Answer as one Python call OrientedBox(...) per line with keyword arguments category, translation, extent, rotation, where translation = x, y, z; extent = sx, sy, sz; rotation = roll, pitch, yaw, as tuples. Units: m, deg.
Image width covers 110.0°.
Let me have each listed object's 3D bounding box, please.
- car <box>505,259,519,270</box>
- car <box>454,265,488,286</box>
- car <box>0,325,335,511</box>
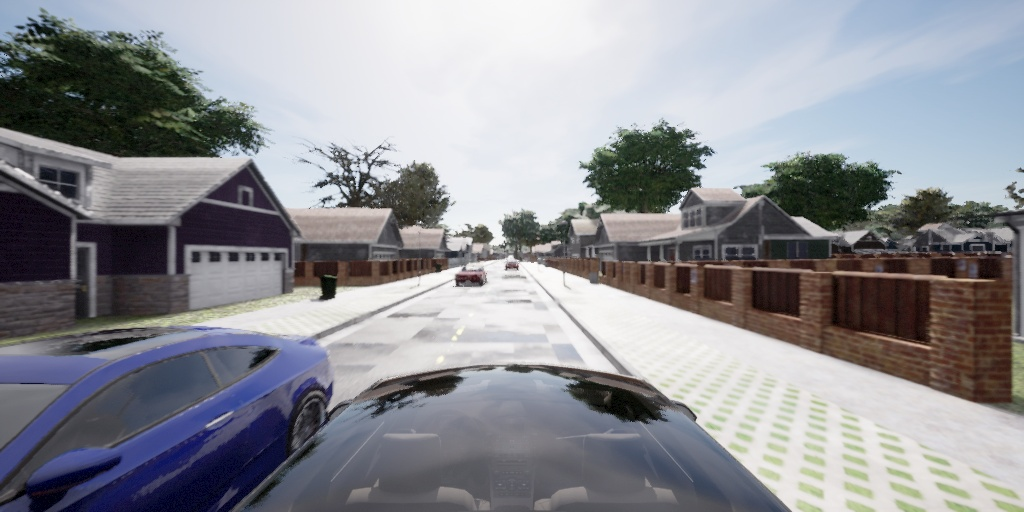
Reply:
OrientedBox(category="car", translation=(-0.015, 1.243, 48.392), extent=(1.895, 1.301, 4.718), rotation=(0, 0, 0))
OrientedBox(category="car", translation=(-2.785, 1.316, 25.054), extent=(1.895, 1.301, 4.718), rotation=(0, 0, 0))
OrientedBox(category="car", translation=(-2.832, 1.275, 2.143), extent=(1.812, 1.442, 4.674), rotation=(0, 0, 0))
